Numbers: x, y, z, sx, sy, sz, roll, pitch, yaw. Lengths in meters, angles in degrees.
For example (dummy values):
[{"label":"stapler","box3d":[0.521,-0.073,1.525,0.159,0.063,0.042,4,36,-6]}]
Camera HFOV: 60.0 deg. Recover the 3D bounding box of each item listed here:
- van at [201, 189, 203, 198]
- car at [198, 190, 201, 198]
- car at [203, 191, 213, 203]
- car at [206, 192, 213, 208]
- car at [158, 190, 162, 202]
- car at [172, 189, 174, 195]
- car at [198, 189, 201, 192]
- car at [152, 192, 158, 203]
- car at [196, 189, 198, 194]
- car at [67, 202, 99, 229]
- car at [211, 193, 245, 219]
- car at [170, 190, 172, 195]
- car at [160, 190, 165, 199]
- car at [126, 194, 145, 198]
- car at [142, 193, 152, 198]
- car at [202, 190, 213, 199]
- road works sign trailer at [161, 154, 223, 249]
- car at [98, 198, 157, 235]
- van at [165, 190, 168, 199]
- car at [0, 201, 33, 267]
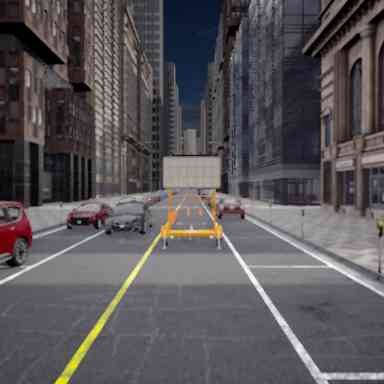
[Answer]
[{"label":"van","box3d":[2.735,0.590,52.879,1.690,1.788,3.998,0,1,0]},{"label":"car","box3d":[2.727,0.635,64.085,1.887,1.381,4.507,0,1,0]},{"label":"car","box3d":[2.741,0.951,41.679,1.887,1.381,4.507,0,1,0]},{"label":"car","box3d":[2.744,1.009,36.246,1.752,1.417,4.829,0,1,0]},{"label":"car","box3d":[-5.788,0.873,47.266,1.887,1.381,4.507,0,1,0]},{"label":"car","box3d":[-5.804,0.373,75.271,1.967,1.590,4.097,0,1,0]},{"label":"car","box3d":[2.724,0.452,69.685,1.967,1.590,4.097,0,1,0]},{"label":"car","box3d":[-5.784,0.847,41.663,1.967,1.590,4.097,0,1,0]},{"label":"car","box3d":[2.714,0.320,86.491,1.887,1.381,4.507,0,1,0]},{"label":"car","box3d":[-5.771,1.268,19.260,1.887,1.381,4.507,0,1,0]},{"label":"car","box3d":[2.751,1.084,24.872,1.967,1.590,4.097,0,1,0]},{"label":"car","box3d":[-5.802,0.594,69.672,1.802,1.307,4.206,0,1,0]},{"label":"car","box3d":[-5.791,0.794,52.868,1.887,1.381,4.507,0,1,0]},{"label":"car","box3d":[-5.778,1.147,30.463,1.802,1.307,4.206,0,1,0]},{"label":"car","box3d":[-5.781,1.014,35.894,1.752,1.417,4.829,0,1,0]},{"label":"car","box3d":[2.737,0.872,47.280,1.887,1.381,4.507,0,1,0]},{"label":"road works sign trailer","box3d":[-0.008,0.269,13.538,2.380,3.560,2.880,0,1,0]},{"label":"car","box3d":[-3.111,1.258,17.151,1.837,1.490,4.892,0,1,0]},{"label":"van","box3d":[-5.797,0.432,64.068,1.690,1.788,3.998,0,1,0]},{"label":"car","box3d":[-5.764,1.198,8.054,2.192,1.841,5.009,0,1,0]}]
